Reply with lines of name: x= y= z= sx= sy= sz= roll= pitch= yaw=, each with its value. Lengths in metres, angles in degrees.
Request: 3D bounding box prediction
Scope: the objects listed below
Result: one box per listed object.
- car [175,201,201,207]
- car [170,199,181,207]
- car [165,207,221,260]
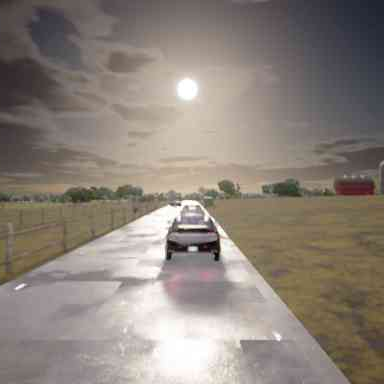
car: x=0.021 y=1.644 z=25.455 sx=2.033 sy=1.411 sz=5.357 roll=0 pitch=0 yaw=0
car: x=-2.793 y=1.917 z=58.838 sx=2.033 sy=1.411 sz=5.357 roll=0 pitch=-1 yaw=1
car: x=0.042 y=1.537 z=12.587 sx=2.128 sy=1.511 sz=4.902 roll=0 pitch=0 yaw=0
